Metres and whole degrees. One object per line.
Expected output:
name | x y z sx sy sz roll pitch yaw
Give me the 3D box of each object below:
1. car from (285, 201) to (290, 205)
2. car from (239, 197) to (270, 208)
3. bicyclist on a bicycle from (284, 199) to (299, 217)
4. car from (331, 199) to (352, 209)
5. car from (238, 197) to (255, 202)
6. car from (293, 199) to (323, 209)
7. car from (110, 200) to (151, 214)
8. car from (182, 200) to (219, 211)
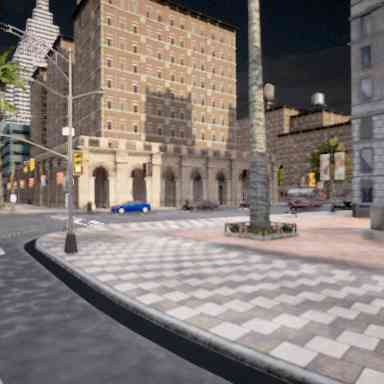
car | 18.548 1.867 58.405 4.718 1.301 1.895 0 0 -35
car | 9.885 1.820 52.263 5.357 1.411 2.033 0 0 -35
bicyclist on a bicycle | 8.771 1.438 29.463 0.582 1.620 1.656 0 -1 -35
car | 21.822 1.747 47.652 4.181 1.385 1.994 0 0 -36
car | 15.335 2.090 92.949 1.895 1.301 4.718 0 0 -36
car | 17.361 1.776 48.755 4.181 1.385 1.994 0 0 -36
car | -7.342 1.762 40.098 5.008 1.535 1.882 0 0 -35
car | 1.230 1.826 46.148 5.357 1.411 2.033 0 0 -35
